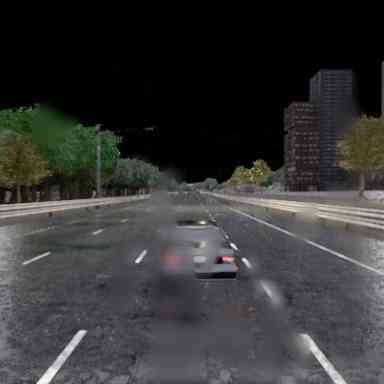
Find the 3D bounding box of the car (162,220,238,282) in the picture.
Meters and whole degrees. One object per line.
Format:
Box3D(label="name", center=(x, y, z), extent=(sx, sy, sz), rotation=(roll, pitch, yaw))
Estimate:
Box3D(label="car", center=(0.099, 1.541, 9.796), extent=(2.033, 1.411, 5.357), rotation=(0, 0, -2))
